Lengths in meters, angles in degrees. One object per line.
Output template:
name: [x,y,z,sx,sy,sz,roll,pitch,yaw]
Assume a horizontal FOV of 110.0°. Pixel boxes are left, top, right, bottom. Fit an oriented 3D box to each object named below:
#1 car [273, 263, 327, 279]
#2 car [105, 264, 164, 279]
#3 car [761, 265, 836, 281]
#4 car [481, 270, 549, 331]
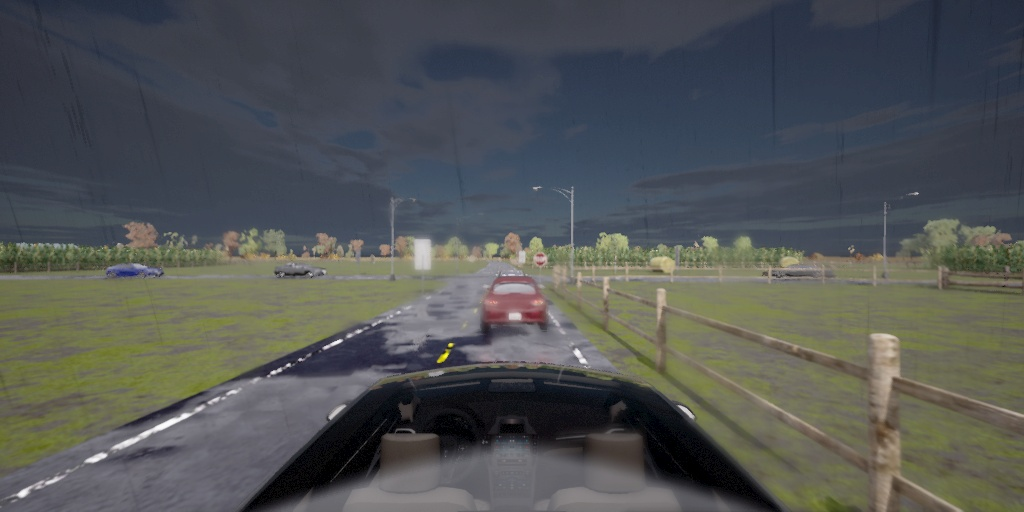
car: [-21.108,1.450,35.827,4.902,1.511,2.128,0,0,2]
car: [-37.781,1.480,35.934,4.674,1.442,1.812,0,0,-2]
car: [26.180,1.506,32.948,5.357,1.411,2.033,0,0,12]
car: [0.072,1.336,11.156,1.812,1.442,4.674,0,0,0]
